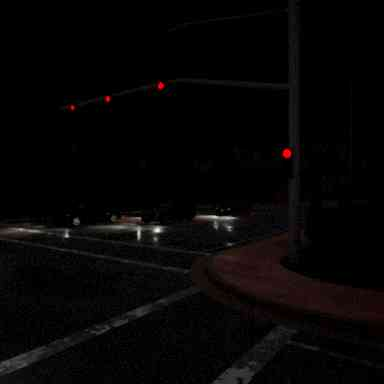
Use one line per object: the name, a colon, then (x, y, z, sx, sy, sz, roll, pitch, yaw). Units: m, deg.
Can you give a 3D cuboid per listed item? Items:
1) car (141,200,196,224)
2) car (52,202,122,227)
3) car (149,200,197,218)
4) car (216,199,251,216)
car: (-1.661, 1.473, 24.813, 1.882, 1.535, 5.008, 0, 0, 36)
car: (-7.177, 1.472, 23.121, 1.882, 1.535, 5.008, 0, 0, 36)
car: (-1.647, 1.500, 30.837, 1.837, 1.490, 4.892, 0, 0, 36)
car: (4.197, 1.501, 32.953, 1.837, 1.490, 4.892, 0, 0, 36)
